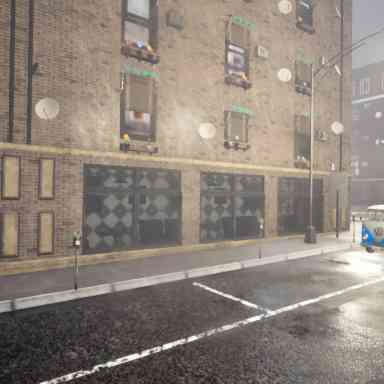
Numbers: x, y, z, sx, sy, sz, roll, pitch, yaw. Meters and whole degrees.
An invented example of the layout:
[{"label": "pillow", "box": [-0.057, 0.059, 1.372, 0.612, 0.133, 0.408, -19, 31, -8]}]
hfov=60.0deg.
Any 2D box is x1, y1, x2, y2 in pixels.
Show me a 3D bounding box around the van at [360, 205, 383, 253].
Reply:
[{"label": "van", "box": [7.819, 1.345, 12.229, 3.998, 1.788, 1.690, 0, 1, -36]}]
